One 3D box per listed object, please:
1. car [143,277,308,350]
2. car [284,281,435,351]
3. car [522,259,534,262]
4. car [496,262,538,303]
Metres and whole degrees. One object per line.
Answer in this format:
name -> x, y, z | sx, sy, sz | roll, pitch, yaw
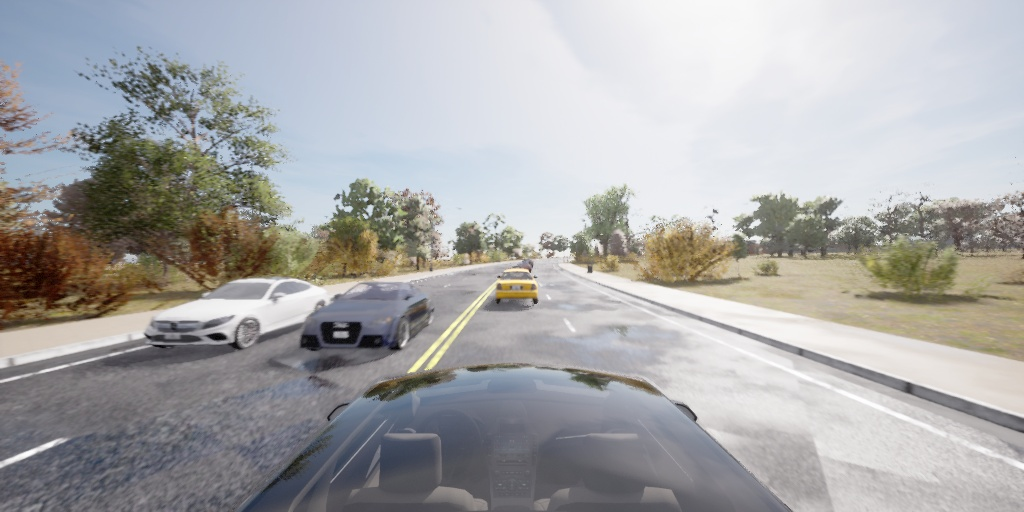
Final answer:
car -> -6.524, 1.291, 9.252 | 1.812, 1.442, 4.674 | 0, 0, 1
car -> -3.279, 1.332, 8.915 | 1.994, 1.385, 4.181 | 0, 0, 1
car -> 1.521, 1.420, 45.674 | 1.994, 1.385, 4.181 | 0, 0, 4
car -> 0.245, 1.254, 16.836 | 1.801, 1.575, 5.366 | 0, 0, 1
